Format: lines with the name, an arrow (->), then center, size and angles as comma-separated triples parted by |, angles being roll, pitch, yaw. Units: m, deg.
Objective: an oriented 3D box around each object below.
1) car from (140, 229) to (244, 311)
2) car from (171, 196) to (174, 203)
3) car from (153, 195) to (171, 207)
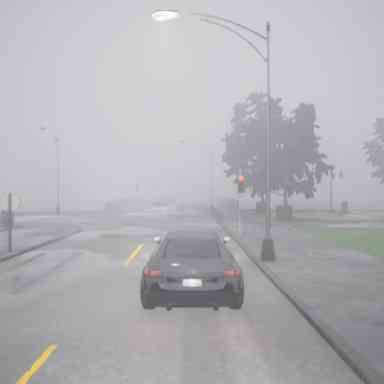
car -> 0.002, 1.554, 7.826 | 1.994, 1.385, 4.181 | 0, 0, 0
car -> -4.547, 1.393, 64.285 | 1.882, 1.535, 5.008 | 0, 0, 0
car -> -4.467, 1.501, 47.960 | 1.994, 1.385, 4.181 | 0, 0, 0
